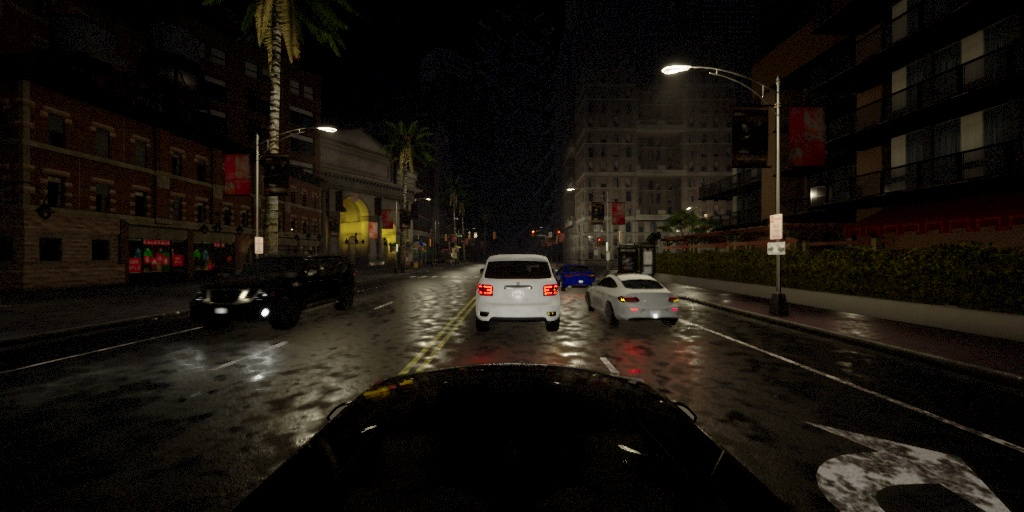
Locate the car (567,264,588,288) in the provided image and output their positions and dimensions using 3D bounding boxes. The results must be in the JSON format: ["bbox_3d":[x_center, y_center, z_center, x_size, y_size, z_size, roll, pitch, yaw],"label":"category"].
[{"bbox_3d":[3.721,1.228,21.789,1.882,1.535,5.008,0,0,0],"label":"car"}]

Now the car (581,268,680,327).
[{"bbox_3d":[3.664,1.276,11.466,1.812,1.442,4.674,0,0,0],"label":"car"}]

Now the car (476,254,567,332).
[{"bbox_3d":[0.157,0.972,11.063,2.150,2.045,5.566,0,0,0],"label":"car"}]

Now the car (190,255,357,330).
[{"bbox_3d":[-7.023,0.971,11.459,2.150,2.045,5.566,0,0,1],"label":"car"}]
